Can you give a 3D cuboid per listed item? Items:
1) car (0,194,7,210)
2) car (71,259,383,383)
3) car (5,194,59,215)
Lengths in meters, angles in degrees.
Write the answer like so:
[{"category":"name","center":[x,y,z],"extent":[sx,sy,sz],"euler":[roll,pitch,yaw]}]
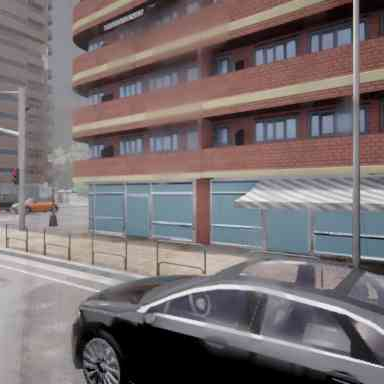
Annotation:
[{"category":"car","center":[-20.213,1.221,35.044],"extent":[2.150,2.045,5.566],"euler":[0,0,35]},{"category":"car","center":[0.742,1.492,3.461],"extent":[4.902,1.511,2.128],"euler":[0,0,35]},{"category":"car","center":[-16.287,1.352,34.487],"extent":[2.097,1.767,4.553],"euler":[0,0,36]}]
